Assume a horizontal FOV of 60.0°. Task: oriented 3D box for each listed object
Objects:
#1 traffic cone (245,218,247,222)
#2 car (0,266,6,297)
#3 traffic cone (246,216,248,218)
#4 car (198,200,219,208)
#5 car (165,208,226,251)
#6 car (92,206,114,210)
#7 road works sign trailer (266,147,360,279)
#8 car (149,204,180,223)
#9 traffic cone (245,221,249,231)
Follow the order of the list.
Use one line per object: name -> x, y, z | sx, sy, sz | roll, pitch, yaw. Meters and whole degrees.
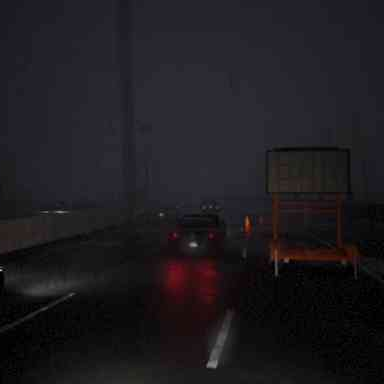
traffic cone -> 3.252, 1.942, 19.210 | 0.340, 0.580, 0.340 | 0, 0, 8
car -> -5.054, 1.499, 4.797 | 1.837, 1.490, 4.892 | 0, 0, 14
traffic cone -> 3.536, 1.941, 21.190 | 0.340, 0.580, 0.340 | 0, 0, 8
car -> 1.704, 1.523, 33.705 | 2.033, 1.411, 5.357 | 0, 0, -2
car -> 0.411, 1.591, 14.110 | 1.895, 1.301, 4.718 | 0, 0, 9
car -> -9.125, 1.497, 36.173 | 1.812, 1.442, 4.674 | 0, 0, -4
road works sign trailer -> 3.446, 0.458, 10.089 | 2.380, 3.560, 2.880 | 0, 0, 8
car -> -1.983, 1.546, 24.961 | 1.994, 1.385, 4.181 | 0, 0, 3
traffic cone -> 2.968, 1.944, 17.230 | 0.340, 0.580, 0.340 | 0, 0, 8
